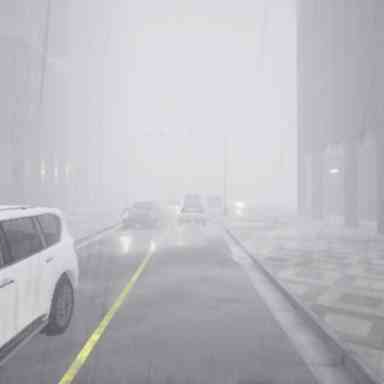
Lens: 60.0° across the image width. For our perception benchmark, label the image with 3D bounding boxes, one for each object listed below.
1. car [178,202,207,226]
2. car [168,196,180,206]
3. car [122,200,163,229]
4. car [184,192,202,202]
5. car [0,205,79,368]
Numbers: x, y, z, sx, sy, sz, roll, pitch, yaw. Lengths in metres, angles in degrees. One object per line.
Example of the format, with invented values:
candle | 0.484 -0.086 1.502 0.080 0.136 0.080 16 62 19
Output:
car | 0.051 1.609 23.403 1.895 1.301 4.718 0 0 0
car | -3.060 1.514 57.334 2.128 1.511 4.902 0 0 1
car | -3.056 1.360 21.363 2.097 1.767 4.553 0 0 1
car | 0.074 1.239 43.848 2.150 2.045 5.566 0 0 0
car | -3.101 1.226 3.821 2.150 2.045 5.566 0 0 0
